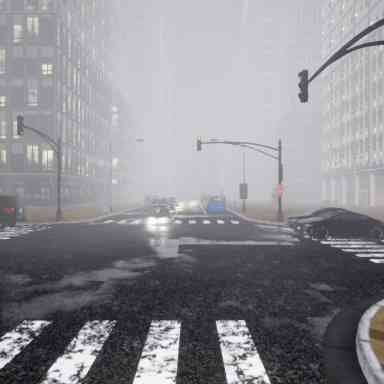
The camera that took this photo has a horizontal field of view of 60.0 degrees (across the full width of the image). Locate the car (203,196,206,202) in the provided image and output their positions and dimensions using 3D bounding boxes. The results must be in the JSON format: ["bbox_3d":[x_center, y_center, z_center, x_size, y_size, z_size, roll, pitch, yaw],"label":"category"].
[{"bbox_3d":[2.658,1.544,41.424,1.887,1.381,4.507,0,0,0],"label":"car"}]

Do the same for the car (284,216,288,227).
[{"bbox_3d":[7.932,1.619,19.933,4.674,1.442,1.812,0,0,-1],"label":"car"}]

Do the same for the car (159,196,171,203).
[{"bbox_3d":[-5.612,1.548,69.157,2.008,1.369,4.403,0,0,0],"label":"car"}]

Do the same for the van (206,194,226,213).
[{"bbox_3d":[2.722,1.341,35.886,1.690,1.788,3.998,0,0,0],"label":"van"}]

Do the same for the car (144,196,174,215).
[{"bbox_3d":[-3.204,1.491,33.268,2.128,1.511,4.902,0,0,-1],"label":"car"}]

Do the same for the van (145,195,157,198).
[{"bbox_3d":[-5.718,1.341,47.001,1.690,1.788,3.998,0,0,0],"label":"van"}]

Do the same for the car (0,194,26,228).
[{"bbox_3d":[-12.750,1.157,19.524,5.566,2.045,2.150,0,0,-1],"label":"car"}]

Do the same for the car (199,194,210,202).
[{"bbox_3d":[2.796,1.312,74.657,2.192,1.841,5.009,0,0,0],"label":"car"}]

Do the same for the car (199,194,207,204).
[{"bbox_3d":[2.742,1.313,63.578,2.192,1.841,5.009,0,0,0],"label":"car"}]

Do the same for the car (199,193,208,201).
[{"bbox_3d":[2.850,1.309,85.736,2.192,1.841,5.009,0,0,0],"label":"car"}]

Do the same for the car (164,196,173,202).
[{"bbox_3d":[-5.558,1.578,80.236,1.802,1.307,4.206,0,0,0],"label":"car"}]

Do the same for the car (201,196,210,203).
[{"bbox_3d":[2.768,1.542,69.117,1.887,1.381,4.507,0,0,0],"label":"car"}]

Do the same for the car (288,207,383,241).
[{"bbox_3d":[7.343,1.638,16.673,4.181,1.385,1.994,1,0,-1],"label":"car"}]

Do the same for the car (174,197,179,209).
[{"bbox_3d":[-3.148,1.547,43.054,2.033,1.411,5.357,0,0,0],"label":"car"}]

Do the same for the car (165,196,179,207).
[{"bbox_3d":[-3.089,1.477,53.193,1.882,1.535,5.008,0,0,1],"label":"car"}]

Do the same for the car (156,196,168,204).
[{"bbox_3d":[-5.639,1.564,63.618,1.947,1.339,4.313,0,0,0],"label":"car"}]
